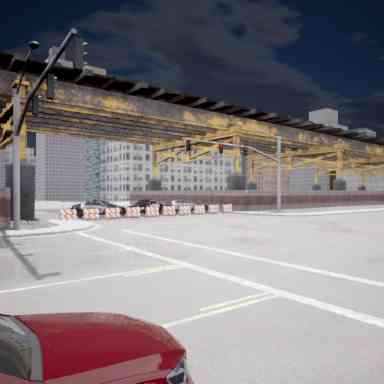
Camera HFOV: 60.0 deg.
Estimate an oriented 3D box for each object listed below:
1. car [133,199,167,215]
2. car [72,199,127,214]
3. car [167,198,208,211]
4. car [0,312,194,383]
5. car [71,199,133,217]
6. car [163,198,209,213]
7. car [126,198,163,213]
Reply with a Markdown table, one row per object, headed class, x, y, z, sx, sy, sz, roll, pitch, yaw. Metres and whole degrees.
| class | x | y | z | sx | sy | sz | roll | pitch | yaw |
| --- | --- | --- | --- | --- | --- | --- | --- | --- | --- |
| car | -4.631 | 1.453 | 33.093 | 2.038 | 1.542 | 4.974 | 0 | 0 | 18 |
| car | -8.421 | 1.295 | 30.406 | 4.536 | 1.218 | 1.853 | 0 | 0 | 8 |
| car | -0.781 | 1.295 | 36.856 | 4.536 | 1.218 | 1.853 | 0 | 0 | -7 |
| car | -2.141 | 1.526 | 2.240 | 4.674 | 1.442 | 1.812 | 0 | 0 | -35 |
| car | -8.370 | 1.453 | 30.399 | 4.974 | 1.542 | 2.038 | 0 | 0 | 8 |
| car | -0.730 | 1.453 | 36.862 | 4.974 | 1.542 | 2.038 | 0 | 0 | -7 |
| car | -4.615 | 1.295 | 33.143 | 1.853 | 1.218 | 4.536 | 0 | 0 | 18 |
